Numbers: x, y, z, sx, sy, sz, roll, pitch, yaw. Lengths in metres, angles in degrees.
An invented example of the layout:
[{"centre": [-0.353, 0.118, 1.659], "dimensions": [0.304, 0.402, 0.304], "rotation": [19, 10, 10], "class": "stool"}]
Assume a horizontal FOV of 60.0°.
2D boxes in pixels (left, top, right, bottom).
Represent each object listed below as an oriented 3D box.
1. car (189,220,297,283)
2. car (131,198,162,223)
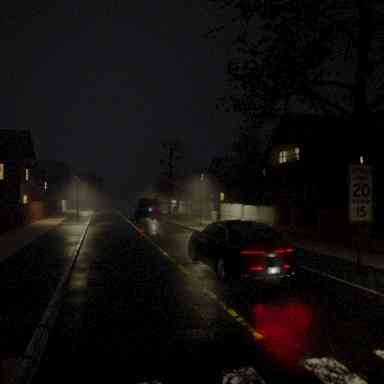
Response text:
[{"centre": [1.262, 1.613, 10.117], "dimensions": [1.837, 1.490, 4.892], "rotation": [0, -1, -15], "class": "car"}, {"centre": [-4.089, 1.565, 29.407], "dimensions": [2.150, 2.045, 5.566], "rotation": [0, -1, -16], "class": "car"}]
